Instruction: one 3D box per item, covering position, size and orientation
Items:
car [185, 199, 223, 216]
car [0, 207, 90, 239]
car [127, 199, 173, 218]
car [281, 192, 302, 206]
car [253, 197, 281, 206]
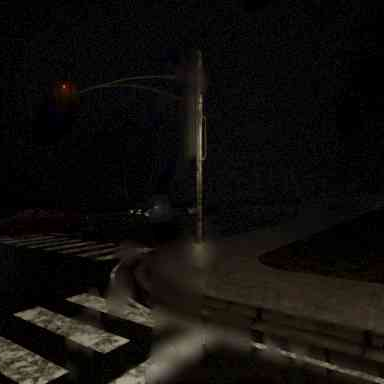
[{"bbox_3d":[1.240,1.427,30.890,1.812,1.442,4.674,0,0,35],"label":"car"},{"bbox_3d":[-8.029,1.506,17.595,2.033,1.411,5.357,0,0,35],"label":"car"},{"bbox_3d":[-3.635,1.429,29.581,1.837,1.490,4.892,0,0,35],"label":"car"},{"bbox_3d":[14.980,1.061,50.435,2.150,2.045,5.566,0,0,35],"label":"car"},{"bbox_3d":[11.226,1.401,50.759,2.033,1.411,5.357,0,0,35],"label":"car"}]
